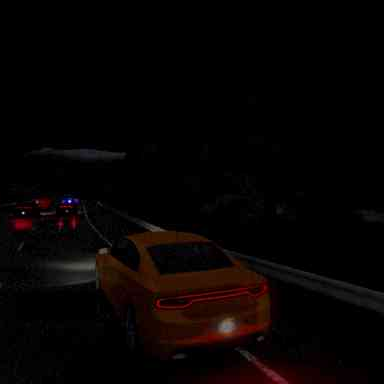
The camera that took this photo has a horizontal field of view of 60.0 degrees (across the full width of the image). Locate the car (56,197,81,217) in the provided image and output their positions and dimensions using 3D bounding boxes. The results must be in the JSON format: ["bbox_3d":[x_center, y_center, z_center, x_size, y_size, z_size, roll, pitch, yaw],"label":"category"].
[{"bbox_3d":[-11.773,1.494,31.567,2.128,1.511,4.902,0,0,-19],"label":"car"}]

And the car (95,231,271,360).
[{"bbox_3d":[-0.599,1.478,6.286,1.882,1.535,5.008,0,0,-24],"label":"car"}]

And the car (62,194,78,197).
[{"bbox_3d":[-15.155,1.224,41.478,2.150,2.045,5.566,0,0,-18],"label":"car"}]

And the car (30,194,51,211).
[{"bbox_3d":[-18.326,1.225,40.098,2.150,2.045,5.566,0,0,-19],"label":"car"}]

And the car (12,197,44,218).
[{"bbox_3d":[-14.954,1.508,30.191,1.837,1.490,4.892,0,0,-19],"label":"car"}]
